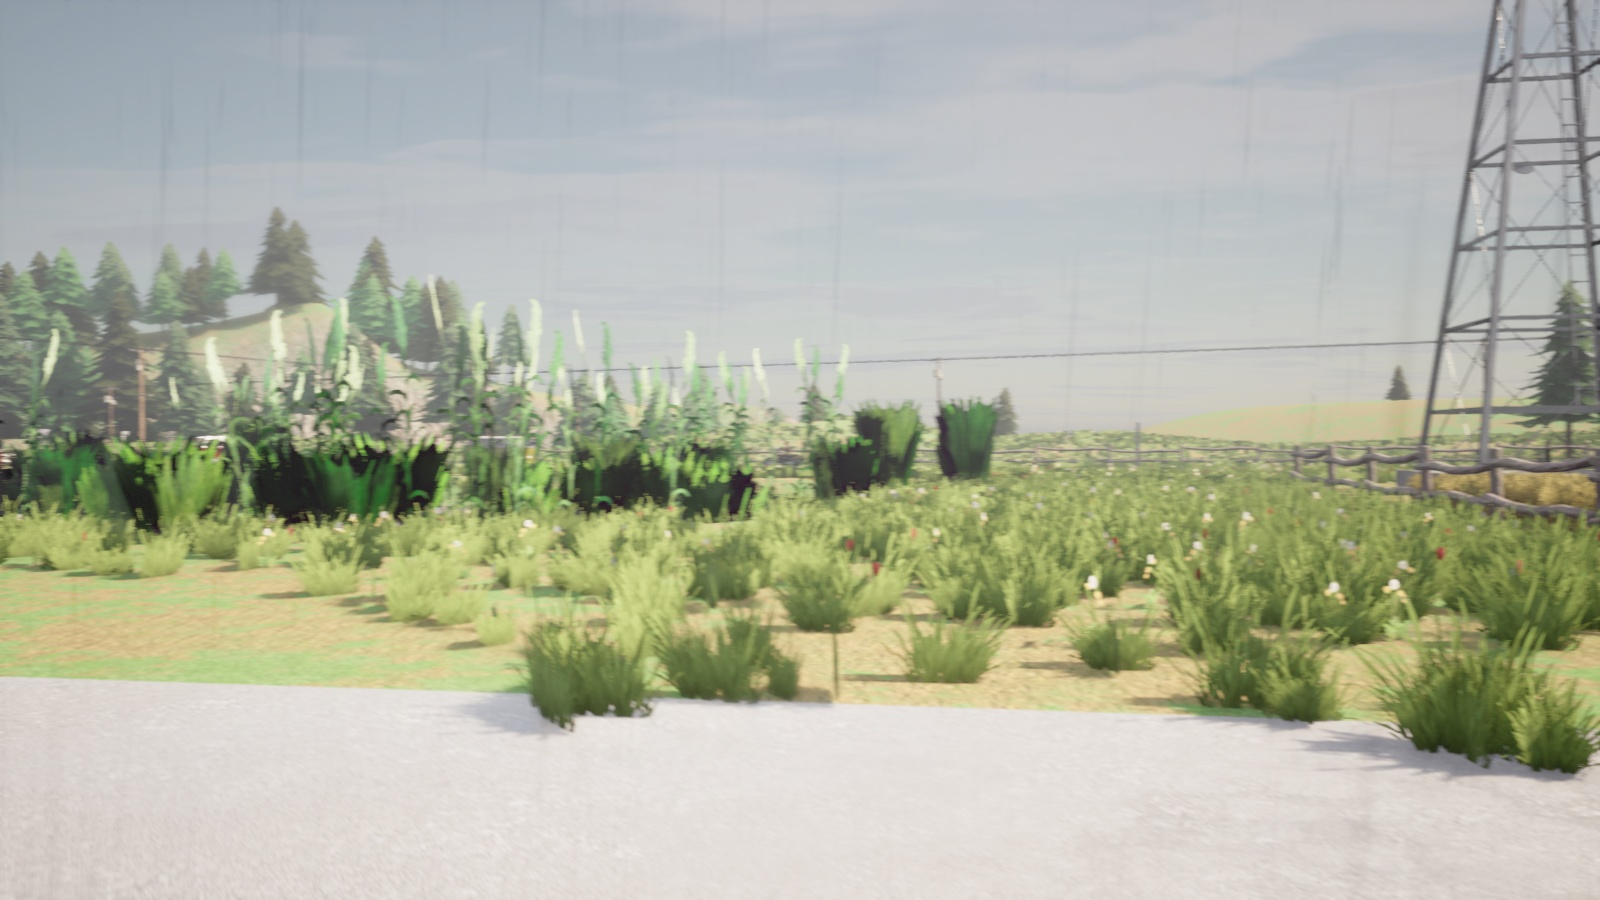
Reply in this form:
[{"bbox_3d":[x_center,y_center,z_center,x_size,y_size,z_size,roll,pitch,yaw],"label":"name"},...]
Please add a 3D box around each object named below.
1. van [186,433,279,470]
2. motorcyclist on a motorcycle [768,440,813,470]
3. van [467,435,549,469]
[{"bbox_3d":[-32.499,0.122,72.047,2.069,2.038,4.480,-1,-1,31],"label":"van"},{"bbox_3d":[-0.523,0.292,69.563,2.350,1.649,0.766,0,0,16],"label":"motorcyclist on a motorcycle"},{"bbox_3d":[-17.338,0.129,74.578,4.442,1.987,1.775,0,0,17],"label":"van"}]
